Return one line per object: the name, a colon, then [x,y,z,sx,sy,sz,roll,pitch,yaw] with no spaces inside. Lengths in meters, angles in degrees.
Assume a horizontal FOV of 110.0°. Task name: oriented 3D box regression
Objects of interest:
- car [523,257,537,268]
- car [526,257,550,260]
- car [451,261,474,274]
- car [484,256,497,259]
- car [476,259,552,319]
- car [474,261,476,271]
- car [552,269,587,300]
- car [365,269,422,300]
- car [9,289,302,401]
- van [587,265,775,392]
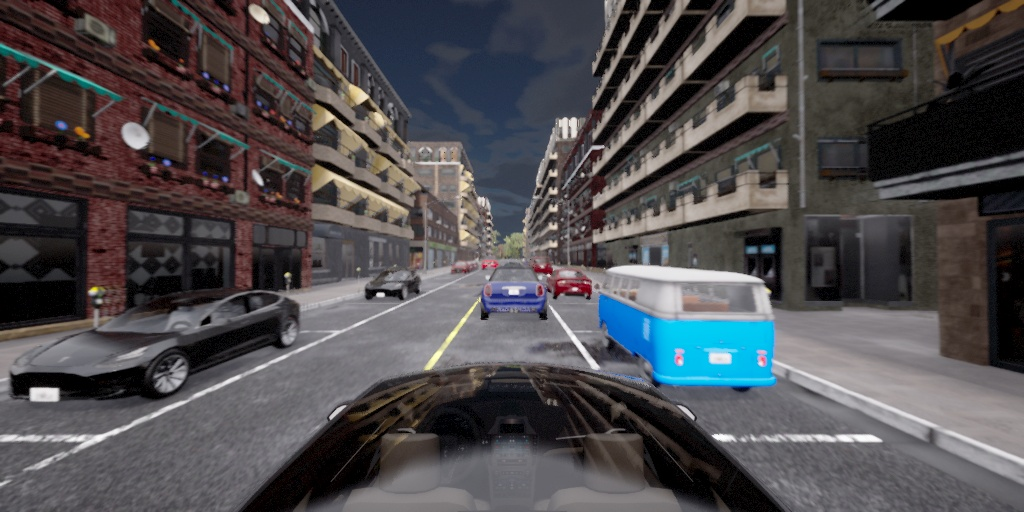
car: [3.020,1.077,60.372,2.097,1.767,4.553,0,0,0]
car: [2.702,1.050,34.352,2.192,1.841,5.009,0,0,0]
car: [-5.677,1.278,39.966,1.888,1.381,4.507,0,0,0]
car: [-3.064,0.951,50.520,2.150,2.045,5.566,0,0,0]
car: [0.072,1.096,12.867,2.097,1.767,4.553,0,0,0]
car: [-5.675,1.313,45.537,1.802,1.307,4.207,0,0,0]
car: [2.696,1.288,17.638,1.888,1.381,4.507,0,0,0]
car: [-5.684,1.308,17.681,1.948,1.339,4.313,0,0,0]
car: [-5.688,1.314,6.539,1.948,1.339,4.313,0,0,0]
van: [2.692,1.089,6.498,1.690,1.789,3.998,0,0,0]
